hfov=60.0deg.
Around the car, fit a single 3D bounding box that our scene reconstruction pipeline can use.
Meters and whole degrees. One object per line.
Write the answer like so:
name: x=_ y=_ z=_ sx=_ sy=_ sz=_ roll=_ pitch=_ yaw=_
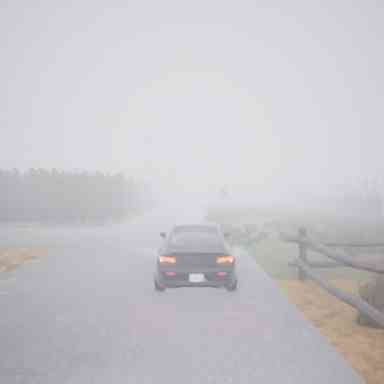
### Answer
car: x=0.081 y=1.518 z=8.822 sx=1.812 sy=1.442 sz=4.674 roll=0 pitch=0 yaw=0
